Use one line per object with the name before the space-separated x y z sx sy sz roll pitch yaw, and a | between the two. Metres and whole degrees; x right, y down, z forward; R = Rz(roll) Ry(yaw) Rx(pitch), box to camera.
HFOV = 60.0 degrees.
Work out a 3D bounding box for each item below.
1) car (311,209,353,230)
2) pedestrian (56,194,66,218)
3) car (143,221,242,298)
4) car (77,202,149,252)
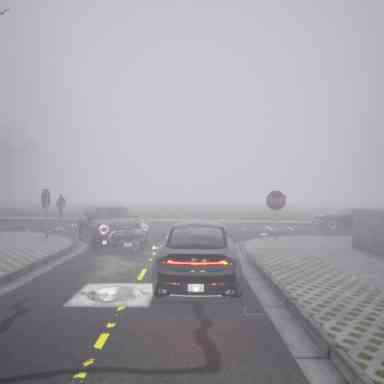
car | 10.344 1.755 21.726 4.718 1.301 1.895 1 0 -1
pedestrian | -9.685 0.997 24.504 0.375 1.860 0.375 0 -1 0
car | 0.176 1.503 8.500 1.837 1.490 4.892 0 0 3
car | -3.440 1.347 14.162 2.097 1.767 4.553 -1 0 -30
